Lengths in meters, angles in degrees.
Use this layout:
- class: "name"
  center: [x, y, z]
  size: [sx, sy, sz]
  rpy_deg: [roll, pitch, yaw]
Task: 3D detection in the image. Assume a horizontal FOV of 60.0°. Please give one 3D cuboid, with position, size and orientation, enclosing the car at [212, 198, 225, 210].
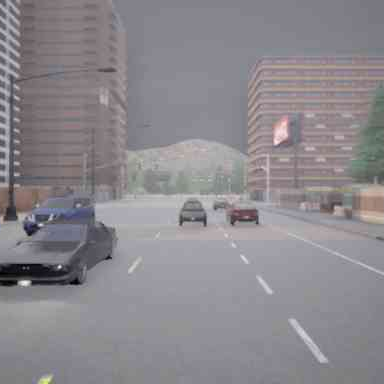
- class: "car"
  center: [3.577, 1.499, 41.280]
  size: [1.812, 1.442, 4.674]
  rpy_deg: [0, 0, 0]

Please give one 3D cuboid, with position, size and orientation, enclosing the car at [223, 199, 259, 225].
- class: "car"
  center: [3.544, 1.462, 23.916]
  size: [1.882, 1.535, 5.008]
  rpy_deg: [0, 0, 1]

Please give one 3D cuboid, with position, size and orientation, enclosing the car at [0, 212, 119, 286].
- class: "car"
  center: [-3.521, 1.542, 9.684]
  size: [2.033, 1.411, 5.357]
  rpy_deg: [0, 0, 0]

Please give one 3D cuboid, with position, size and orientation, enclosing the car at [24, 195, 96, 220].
- class: "car"
  center: [-7.067, 1.211, 18.484]
  size: [2.150, 2.045, 5.566]
  rpy_deg: [0, 0, 2]

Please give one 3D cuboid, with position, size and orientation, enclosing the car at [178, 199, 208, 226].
- class: "car"
  center: [0.072, 1.478, 23.254]
  size: [2.128, 1.511, 4.902]
  rpy_deg: [0, 0, 0]
